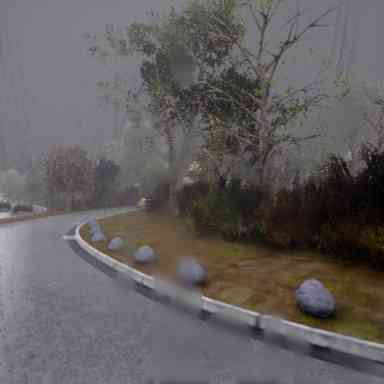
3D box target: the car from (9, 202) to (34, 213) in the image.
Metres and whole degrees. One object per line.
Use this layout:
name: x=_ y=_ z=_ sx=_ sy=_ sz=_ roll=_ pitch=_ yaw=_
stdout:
car: x=-21.535 y=1.981 z=42.530 sx=1.895 sy=1.301 sz=4.718 roll=0 pitch=0 yaw=-19

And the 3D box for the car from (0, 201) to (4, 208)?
car: x=-19.207 y=1.791 z=29.157 sx=2.033 sy=1.411 sz=5.357 roll=0 pitch=-1 yaw=-3

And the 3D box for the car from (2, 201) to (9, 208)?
car: x=-29.302 y=1.999 z=51.696 sx=1.895 sy=1.301 sz=4.718 roll=0 pitch=0 yaw=-32

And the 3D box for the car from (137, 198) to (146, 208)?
car: x=-7.036 y=1.724 z=53.281 sx=1.882 sy=1.535 sz=5.008 roll=0 pitch=1 yaw=16
